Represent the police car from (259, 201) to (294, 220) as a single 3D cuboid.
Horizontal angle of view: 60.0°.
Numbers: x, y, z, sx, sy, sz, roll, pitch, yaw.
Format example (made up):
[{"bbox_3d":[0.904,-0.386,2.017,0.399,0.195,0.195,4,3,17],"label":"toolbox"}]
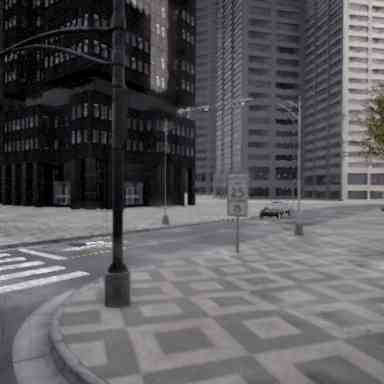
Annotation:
[{"bbox_3d":[8.041,1.713,31.510,1.930,1.638,5.238,1,0,36],"label":"police car"}]
